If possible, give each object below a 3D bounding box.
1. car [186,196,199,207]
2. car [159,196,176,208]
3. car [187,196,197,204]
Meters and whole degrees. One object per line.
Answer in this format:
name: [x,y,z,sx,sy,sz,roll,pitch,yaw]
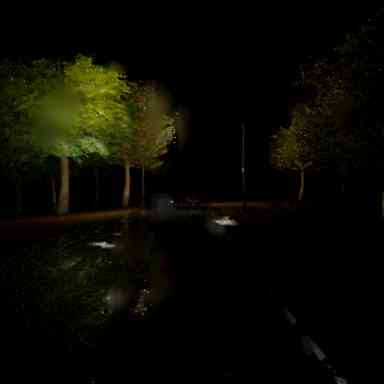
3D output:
car: [0.088,1.491,49.540,1.837,1.490,4.892,0,0,0]
car: [-3.530,1.334,48.269,2.097,1.767,4.553,0,0,0]
car: [-0.016,1.502,62.894,1.882,1.535,5.008,0,0,0]
